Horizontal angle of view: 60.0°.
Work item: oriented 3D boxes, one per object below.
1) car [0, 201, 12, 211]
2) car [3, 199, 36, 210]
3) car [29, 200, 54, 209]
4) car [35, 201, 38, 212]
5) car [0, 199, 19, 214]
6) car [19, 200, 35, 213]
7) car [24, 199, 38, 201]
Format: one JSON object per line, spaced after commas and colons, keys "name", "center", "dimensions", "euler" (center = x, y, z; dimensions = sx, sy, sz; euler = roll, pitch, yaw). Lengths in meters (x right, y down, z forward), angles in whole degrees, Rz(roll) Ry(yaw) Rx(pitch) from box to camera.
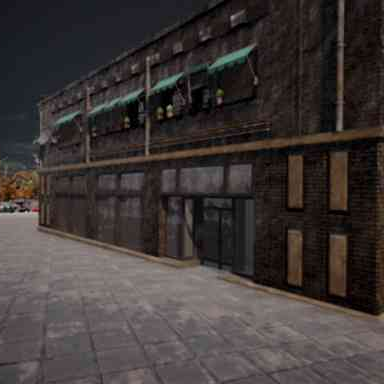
{"name": "car", "center": [-35.138, 2.444, 59.408], "dimensions": [5.366, 1.575, 1.946], "euler": [1, -2, 19]}
{"name": "car", "center": [-33.542, 2.340, 64.762], "dimensions": [5.566, 2.045, 2.435], "euler": [1, -1, 19]}
{"name": "car", "center": [-31.752, 2.580, 70.043], "dimensions": [4.553, 1.767, 2.185], "euler": [1, -1, 19]}
{"name": "car", "center": [-24.693, 2.429, 50.159], "dimensions": [4.792, 1.488, 2.163], "euler": [1, -2, 19]}
{"name": "car", "center": [-26.425, 2.061, 44.869], "dimensions": [4.553, 1.767, 2.185], "euler": [1, -2, 19]}
{"name": "car", "center": [-25.534, 2.327, 47.502], "dimensions": [4.792, 1.488, 2.163], "euler": [1, -2, 19]}
{"name": "car", "center": [-23.796, 2.369, 52.802], "dimensions": [4.553, 1.767, 2.185], "euler": [1, -2, 19]}
